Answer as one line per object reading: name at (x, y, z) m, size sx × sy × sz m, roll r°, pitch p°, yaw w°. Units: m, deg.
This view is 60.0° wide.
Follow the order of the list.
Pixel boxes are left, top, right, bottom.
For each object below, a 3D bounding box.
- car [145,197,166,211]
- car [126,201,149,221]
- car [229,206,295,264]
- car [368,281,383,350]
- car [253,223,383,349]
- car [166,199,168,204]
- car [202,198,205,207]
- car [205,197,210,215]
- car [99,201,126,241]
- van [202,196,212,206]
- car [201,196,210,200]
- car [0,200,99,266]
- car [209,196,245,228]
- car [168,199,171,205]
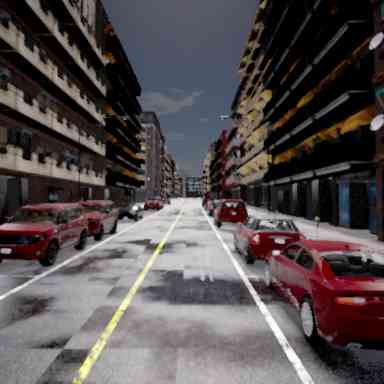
car at (-5.195, 1.550, 45.143) m, size 2.192 × 1.841 × 5.009 m, roll 1°, pitch 0°, yaw 0°
car at (-5.236, 1.702, 28.552) m, size 1.947 × 1.339 × 4.313 m, roll 1°, pitch 0°, yaw 0°
car at (2.619, 1.493, 11.883) m, size 1.967 × 1.590 × 4.097 m, roll 1°, pitch 0°, yaw 0°
car at (2.585, 1.549, 0.821) m, size 1.887 × 1.381 × 4.507 m, roll 1°, pitch 0°, yaw 0°
car at (2.597, 1.573, 6.351) m, size 1.887 × 1.381 × 4.507 m, roll 1°, pitch 0°, yaw 0°
car at (-5.189, 1.817, 50.673) m, size 1.887 × 1.381 × 4.507 m, roll 1°, pitch 0°, yaw 0°
car at (2.645, 1.817, 45.070) m, size 1.802 × 1.307 × 4.206 m, roll 1°, pitch 0°, yaw 0°
car at (2.624, 1.607, 34.008) m, size 1.967 × 1.590 × 4.097 m, roll 1°, pitch 0°, yaw 0°
car at (-5.254, 1.394, 17.491) m, size 2.192 × 1.841 × 5.009 m, roll 1°, pitch 0°, yaw 0°
van at (2.685, 1.693, 61.665) m, size 1.690 × 1.788 × 3.998 m, roll 1°, pitch 0°, yaw 0°
car at (2.674, 1.626, 56.134) m, size 2.192 × 1.841 × 5.009 m, roll 1°, pitch 0°, yaw 0°
car at (-5.266, 1.368, 11.961) m, size 2.192 × 1.841 × 5.009 m, roll 1°, pitch 0°, yaw 0°
car at (2.604, 1.421, 22.945) m, size 2.192 × 1.841 × 5.009 m, roll 1°, pitch 0°, yaw 0°
car at (-5.155, 1.977, 67.266) m, size 1.802 × 1.307 × 4.206 m, roll 1°, pitch 0°, yaw 0°
